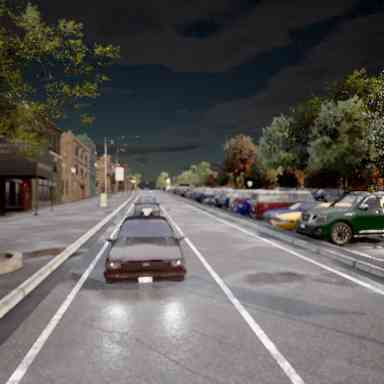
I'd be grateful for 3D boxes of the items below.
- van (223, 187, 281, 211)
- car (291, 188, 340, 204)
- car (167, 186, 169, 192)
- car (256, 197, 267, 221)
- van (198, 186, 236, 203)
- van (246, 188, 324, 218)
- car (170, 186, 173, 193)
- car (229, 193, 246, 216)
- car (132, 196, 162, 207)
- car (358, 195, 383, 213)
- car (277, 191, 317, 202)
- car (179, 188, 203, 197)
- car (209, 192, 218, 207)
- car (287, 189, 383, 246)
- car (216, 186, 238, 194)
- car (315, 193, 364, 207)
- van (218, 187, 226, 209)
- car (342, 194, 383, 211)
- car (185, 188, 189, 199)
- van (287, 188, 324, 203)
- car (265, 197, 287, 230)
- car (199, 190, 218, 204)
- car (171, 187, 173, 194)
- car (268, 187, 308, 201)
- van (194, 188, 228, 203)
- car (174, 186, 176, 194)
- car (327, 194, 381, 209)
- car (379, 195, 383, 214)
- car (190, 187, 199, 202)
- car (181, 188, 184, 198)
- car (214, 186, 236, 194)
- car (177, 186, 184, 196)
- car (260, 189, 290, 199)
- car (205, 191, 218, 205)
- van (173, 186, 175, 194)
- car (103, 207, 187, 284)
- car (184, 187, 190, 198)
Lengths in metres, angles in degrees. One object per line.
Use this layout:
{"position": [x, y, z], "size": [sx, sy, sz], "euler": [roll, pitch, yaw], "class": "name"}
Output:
{"position": [5.189, 0.836, 27.746], "size": [4.442, 1.987, 1.878], "euler": [0, 1, -8], "class": "van"}
{"position": [16.253, 0.507, 44.051], "size": [5.566, 2.045, 2.435], "euler": [0, 1, -8], "class": "car"}
{"position": [-3.479, -0.354, 91.630], "size": [5.366, 1.575, 1.946], "euler": [0, 1, -8], "class": "car"}
{"position": [6.477, 1.228, 19.436], "size": [4.674, 1.452, 2.002], "euler": [0, 1, -8], "class": "car"}
{"position": [3.470, 0.574, 41.662], "size": [4.442, 1.987, 1.878], "euler": [0, 1, -8], "class": "van"}
{"position": [6.200, 0.920, 22.223], "size": [4.442, 1.987, 1.878], "euler": [0, 1, -8], "class": "van"}
{"position": [-2.522, -0.129, 83.275], "size": [4.792, 1.488, 2.163], "euler": [0, 1, -8], "class": "car"}
{"position": [5.690, 1.104, 24.985], "size": [5.008, 1.535, 2.097], "euler": [0, 1, -8], "class": "car"}
{"position": [-3.332, 1.095, 24.763], "size": [2.128, 1.511, 4.902], "euler": [0, 1, -8], "class": "car"}
{"position": [18.150, 1.021, 30.305], "size": [5.008, 1.535, 2.097], "euler": [0, 1, -8], "class": "car"}
{"position": [15.637, 0.628, 49.574], "size": [5.366, 1.575, 1.946], "euler": [0, 1, -8], "class": "car"}
{"position": [-0.185, 0.099, 66.620], "size": [4.553, 1.767, 2.185], "euler": [0, 1, -8], "class": "car"}
{"position": [4.554, 0.997, 33.320], "size": [4.792, 1.488, 2.163], "euler": [0, 1, -8], "class": "car"}
{"position": [7.226, 1.021, 13.875], "size": [5.566, 2.045, 2.435], "euler": [0, 1, -8], "class": "car"}
{"position": [9.601, -0.574, 91.000], "size": [5.566, 2.045, 2.435], "euler": [0, 1, -8], "class": "car"}
{"position": [17.025, 0.902, 38.561], "size": [4.792, 1.488, 2.163], "euler": [0, 1, -8], "class": "car"}
{"position": [5.030, 0.789, 30.552], "size": [4.442, 1.987, 1.878], "euler": [0, 1, -8], "class": "van"}
{"position": [17.952, 0.971, 33.082], "size": [5.366, 1.575, 1.946], "euler": [0, 1, -8], "class": "car"}
{"position": [1.789, 0.545, 52.750], "size": [4.892, 1.521, 2.231], "euler": [0, 1, -8], "class": "car"}
{"position": [15.955, 0.469, 46.813], "size": [4.442, 1.987, 1.878], "euler": [0, 1, -8], "class": "van"}
{"position": [6.681, 1.228, 16.633], "size": [5.366, 1.575, 1.946], "euler": [0, 1, -8], "class": "car"}
{"position": [3.751, 0.858, 38.872], "size": [4.892, 1.521, 2.231], "euler": [0, 1, -8], "class": "car"}
{"position": [-1.718, -0.031, 77.727], "size": [5.008, 1.535, 2.097], "euler": [0, 1, -8], "class": "car"}
{"position": [15.096, 0.317, 52.295], "size": [5.566, 2.045, 2.435], "euler": [0, 1, -8], "class": "car"}
{"position": [2.691, 0.446, 47.211], "size": [4.442, 1.987, 1.878], "euler": [0, 1, -8], "class": "van"}
{"position": [-0.902, -0.029, 72.179], "size": [4.553, 1.767, 2.185], "euler": [0, 1, -8], "class": "car"}
{"position": [17.355, 0.958, 35.797], "size": [4.792, 1.488, 2.163], "euler": [0, 1, -8], "class": "car"}
{"position": [18.536, 1.066, 27.555], "size": [4.892, 1.521, 2.231], "euler": [0, 1, -8], "class": "car"}
{"position": [2.937, 0.485, 44.414], "size": [5.566, 2.045, 2.435], "euler": [0, 1, -8], "class": "car"}
{"position": [1.013, 0.457, 58.301], "size": [4.674, 1.452, 2.002], "euler": [0, 1, -8], "class": "car"}
{"position": [9.231, -0.634, 93.635], "size": [5.566, 2.045, 2.435], "euler": [0, 1, -8], "class": "car"}
{"position": [0.598, 0.101, 61.067], "size": [5.566, 2.045, 2.435], "euler": [0, 1, -8], "class": "car"}
{"position": [14.326, 0.316, 57.796], "size": [4.553, 1.767, 2.185], "euler": [0, 1, -8], "class": "car"}
{"position": [4.132, 0.954, 36.096], "size": [4.674, 1.452, 2.002], "euler": [0, 1, -8], "class": "car"}
{"position": [-1.439, -0.192, 74.931], "size": [4.442, 1.987, 1.878], "euler": [0, 1, -8], "class": "van"}
{"position": [-1.317, 1.401, 9.551], "size": [2.033, 1.411, 5.357], "euler": [0, 1, -8], "class": "car"}
{"position": [1.437, 0.355, 55.527], "size": [4.553, 1.767, 2.185], "euler": [0, 1, -8], "class": "car"}
